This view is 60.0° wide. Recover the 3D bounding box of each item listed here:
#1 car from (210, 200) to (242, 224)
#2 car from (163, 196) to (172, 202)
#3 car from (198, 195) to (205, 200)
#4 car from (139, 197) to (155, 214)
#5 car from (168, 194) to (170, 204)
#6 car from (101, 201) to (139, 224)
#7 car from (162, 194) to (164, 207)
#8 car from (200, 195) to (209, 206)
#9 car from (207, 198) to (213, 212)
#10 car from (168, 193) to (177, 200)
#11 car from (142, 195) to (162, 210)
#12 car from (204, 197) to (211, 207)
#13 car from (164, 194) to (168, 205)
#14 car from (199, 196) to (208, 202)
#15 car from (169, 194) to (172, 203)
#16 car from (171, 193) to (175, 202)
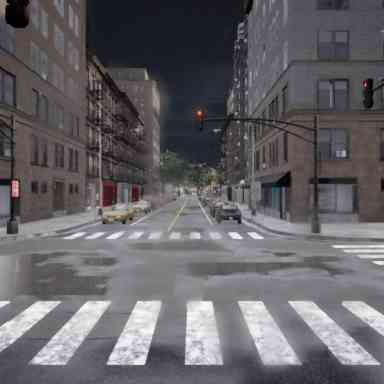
[{"bbox_3d":[2.647,1.551,24.740,2.008,1.369,4.403,0,0,0],"label":"car"},{"bbox_3d":[-5.367,1.533,73.912,1.752,1.417,4.829,0,0,0],"label":"car"},{"bbox_3d":[2.675,1.593,90.524,1.802,1.307,4.206,0,0,0],"label":"car"},{"bbox_3d":[-5.398,1.527,35.537,1.752,1.417,4.829,0,0,0],"label":"car"},{"bbox_3d":[-5.380,1.555,57.635,2.008,1.369,4.403,0,0,0],"label":"car"},{"bbox_3d":[-5.406,1.526,24.574,1.752,1.417,4.829,0,0,0],"label":"car"},{"bbox_3d":[-5.389,1.443,46.672,1.967,1.590,4.097,0,0,0],"label":"car"},{"bbox_3d":[2.659,1.555,52.150,2.008,1.369,4.403,0,0,0],"label":"car"},{"bbox_3d":[2.649,1.546,30.222,1.887,1.381,4.507,0,0,0],"label":"car"},{"bbox_3d":[-5.354,1.326,90.528,2.192,1.841,5.009,0,0,0],"label":"car"},{"bbox_3d":[-5.393,1.317,41.190,2.192,1.841,5.009,0,0,0],"label":"car"},{"bbox_3d":[2.652,1.552,35.704,2.008,1.369,4.403,0,0,0],"label":"car"},{"bbox_3d":[-5.384,1.444,52.153,1.967,1.590,4.097,0,0,0],"label":"car"},{"bbox_3d":[2.671,1.553,79.560,1.887,1.381,4.507,0,0,0],"label":"car"},{"bbox_3d":[-5.376,1.571,63.118,1.947,1.339,4.313,0,0,0],"label":"car"},{"bbox_3d":[-5.371,1.321,68.600,2.192,1.841,5.009,0,0,0],"label":"car"}]
